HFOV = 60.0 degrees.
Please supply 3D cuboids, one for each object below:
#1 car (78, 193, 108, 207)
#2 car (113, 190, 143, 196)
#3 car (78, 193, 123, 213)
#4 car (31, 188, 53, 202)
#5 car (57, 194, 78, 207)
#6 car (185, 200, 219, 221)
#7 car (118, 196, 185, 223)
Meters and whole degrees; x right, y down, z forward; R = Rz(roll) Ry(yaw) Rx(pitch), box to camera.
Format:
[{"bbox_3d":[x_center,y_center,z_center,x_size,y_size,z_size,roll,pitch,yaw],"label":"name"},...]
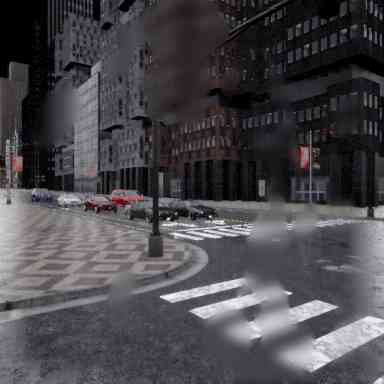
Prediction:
[{"bbox_3d":[-12.470,0.929,41.792,2.128,1.511,4.902,0,1,-36],"label":"car"},{"bbox_3d":[-6.351,0.811,33.354,2.150,2.045,5.566,0,1,-36],"label":"car"},{"bbox_3d":[-8.599,1.080,30.918,1.882,1.535,5.008,0,1,-36],"label":"car"},{"bbox_3d":[-23.116,0.452,51.062,2.150,2.045,5.566,0,1,-36],"label":"car"},{"bbox_3d":[-14.398,0.986,38.892,1.812,1.442,4.674,0,1,-35],"label":"car"},{"bbox_3d":[-0.393,1.280,25.095,2.033,1.411,5.357,0,1,-39],"label":"car"},{"bbox_3d":[-2.998,1.284,23.236,2.033,1.411,5.357,0,1,-35],"label":"car"}]
